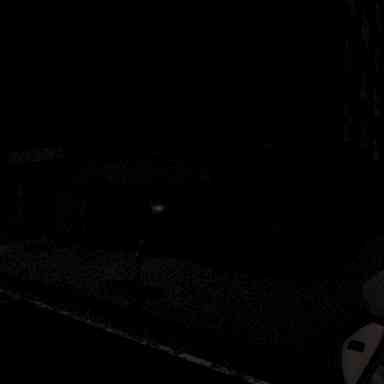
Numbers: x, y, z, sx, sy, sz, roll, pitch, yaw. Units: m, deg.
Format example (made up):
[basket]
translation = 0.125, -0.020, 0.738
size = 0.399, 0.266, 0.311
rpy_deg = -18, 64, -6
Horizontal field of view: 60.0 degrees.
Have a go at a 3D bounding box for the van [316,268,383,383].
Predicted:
[van]
translation = 2.479, 1.342, 1.181
size = 3.998, 1.788, 1.690
rpy_deg = 0, 1, 35
